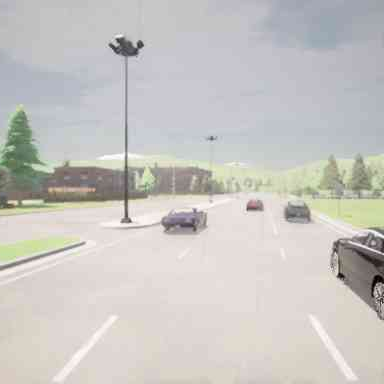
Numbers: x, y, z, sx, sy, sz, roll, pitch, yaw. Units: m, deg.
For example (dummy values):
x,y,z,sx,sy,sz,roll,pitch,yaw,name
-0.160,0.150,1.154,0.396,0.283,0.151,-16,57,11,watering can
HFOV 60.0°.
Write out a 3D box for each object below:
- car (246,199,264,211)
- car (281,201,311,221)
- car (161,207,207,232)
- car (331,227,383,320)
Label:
x,y,z,sx,sy,sz,roll,pitch,yaw,name
7.628,1.480,40.313,1.994,1.385,4.181,0,0,12,car
8.226,1.442,26.406,2.128,1.511,4.902,0,0,12,car
-0.301,1.552,19.947,1.895,1.301,4.718,0,0,12,car
4.403,1.482,7.053,2.128,1.511,4.902,0,0,8,car
